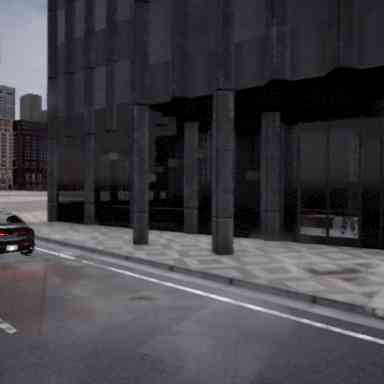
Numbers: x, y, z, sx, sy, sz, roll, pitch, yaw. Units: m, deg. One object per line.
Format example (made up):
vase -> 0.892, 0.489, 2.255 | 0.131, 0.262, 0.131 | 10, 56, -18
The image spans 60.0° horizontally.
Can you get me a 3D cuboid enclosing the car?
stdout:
car -> -7.243, 1.431, 11.696 | 4.892, 1.490, 1.837 | 0, 0, 42
